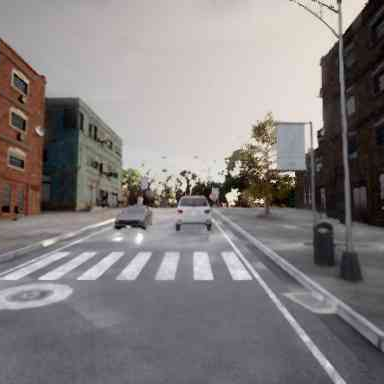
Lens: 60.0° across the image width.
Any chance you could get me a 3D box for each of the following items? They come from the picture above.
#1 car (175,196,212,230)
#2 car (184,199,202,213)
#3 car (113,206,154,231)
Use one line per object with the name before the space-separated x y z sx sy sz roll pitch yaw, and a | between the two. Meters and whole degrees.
car | 0.099 1.267 21.496 2.150 2.045 5.566 0 0 0
car | 0.098 1.632 40.343 2.033 1.411 5.357 0 0 0
car | -3.564 1.592 21.405 2.033 1.411 5.357 0 0 0
